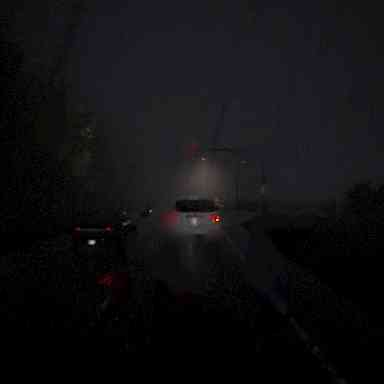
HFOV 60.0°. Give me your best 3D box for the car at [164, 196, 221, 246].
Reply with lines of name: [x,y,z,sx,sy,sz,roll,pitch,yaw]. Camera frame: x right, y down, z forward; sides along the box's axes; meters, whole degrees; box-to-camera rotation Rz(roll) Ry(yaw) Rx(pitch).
car: [0.104,1.227,15.399,2.150,2.045,5.566,0,-1,0]

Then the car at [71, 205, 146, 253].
car: [-3.397,1.502,13.703,2.128,1.511,4.902,0,0,0]

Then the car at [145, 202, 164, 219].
car: [-3.394,1.585,29.735,1.994,1.385,4.181,0,0,0]
